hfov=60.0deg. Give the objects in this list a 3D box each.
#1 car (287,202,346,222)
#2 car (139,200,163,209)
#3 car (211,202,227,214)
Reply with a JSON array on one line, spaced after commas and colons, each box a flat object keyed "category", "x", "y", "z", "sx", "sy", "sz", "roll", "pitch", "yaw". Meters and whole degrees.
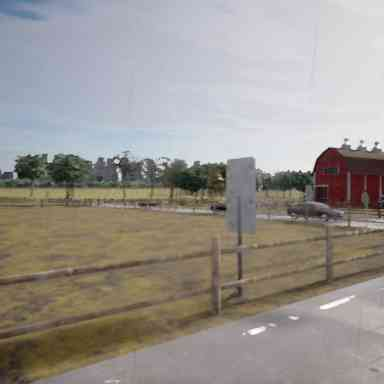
[{"category": "car", "x": 10.213, "y": 1.600, "z": 27.631, "sx": 1.837, "sy": 1.490, "sz": 4.892, "roll": -1, "pitch": 0, "yaw": -35}, {"category": "car", "x": -6.365, "y": 1.866, "z": 51.141, "sx": 1.895, "sy": 1.301, "sz": 4.718, "roll": -1, "pitch": 0, "yaw": -35}, {"category": "car", "x": 4.242, "y": 1.725, "z": 36.076, "sx": 1.895, "sy": 1.301, "sz": 4.718, "roll": -1, "pitch": 0, "yaw": -35}]
